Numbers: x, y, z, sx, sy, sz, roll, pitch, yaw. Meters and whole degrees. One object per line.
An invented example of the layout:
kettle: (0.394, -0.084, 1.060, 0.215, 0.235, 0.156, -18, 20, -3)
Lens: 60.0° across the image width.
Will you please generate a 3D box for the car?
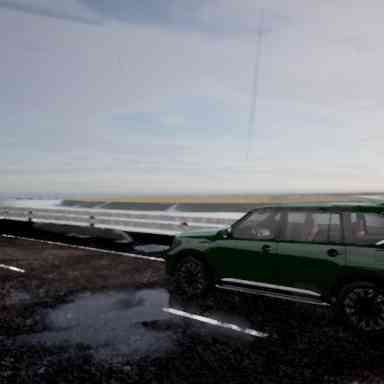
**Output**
car: (2.035, 1.224, 6.831, 5.566, 2.045, 2.150, 0, 0, 35)
